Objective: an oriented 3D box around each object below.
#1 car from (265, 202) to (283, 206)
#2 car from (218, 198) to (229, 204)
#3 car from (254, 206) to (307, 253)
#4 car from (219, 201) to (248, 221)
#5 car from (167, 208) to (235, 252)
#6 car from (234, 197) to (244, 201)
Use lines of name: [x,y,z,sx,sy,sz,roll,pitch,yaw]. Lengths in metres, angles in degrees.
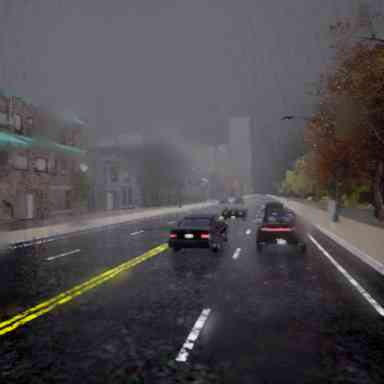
car: [7.095,1.610,28.854,1.882,1.535,5.008,-1,0,13]
car: [6.881,1.992,71.482,2.033,1.411,5.357,-1,0,13]
car: [3.692,1.555,14.049,2.128,1.511,4.902,-1,0,13]
car: [3.842,1.775,29.217,1.895,1.301,4.718,-1,0,13]
car: [0.455,1.652,14.482,2.033,1.411,5.357,-1,0,13]
car: [10.047,1.887,70.755,1.882,1.535,5.008,-1,0,13]
